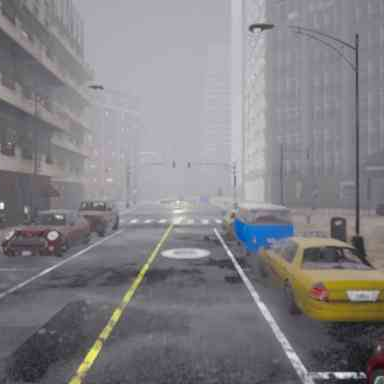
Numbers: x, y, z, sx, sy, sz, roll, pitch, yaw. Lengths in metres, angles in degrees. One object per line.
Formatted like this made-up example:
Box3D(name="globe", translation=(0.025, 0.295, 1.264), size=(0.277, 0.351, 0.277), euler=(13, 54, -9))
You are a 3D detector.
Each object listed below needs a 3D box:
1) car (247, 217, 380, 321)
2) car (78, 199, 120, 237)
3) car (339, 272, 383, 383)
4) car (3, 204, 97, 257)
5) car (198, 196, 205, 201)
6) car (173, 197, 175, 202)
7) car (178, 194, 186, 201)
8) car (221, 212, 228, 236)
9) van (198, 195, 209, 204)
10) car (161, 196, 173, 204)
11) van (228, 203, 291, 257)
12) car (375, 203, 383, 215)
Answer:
Box3D(name="car", translation=(2.570, 1.525, 7.314), size=(1.752, 1.417, 4.829), euler=(0, 0, 0))
Box3D(name="car", translation=(-5.309, 1.317, 18.208), size=(2.192, 1.841, 5.009), euler=(0, 0, 0))
Box3D(name="car", translation=(2.570, 1.582, 1.608), size=(1.802, 1.307, 4.206), euler=(0, 0, 0))
Box3D(name="car", translation=(-5.309, 1.440, 12.672), size=(1.967, 1.590, 4.097), euler=(0, 0, 0))
Box3D(name="car", translation=(2.569, 1.688, 89.418), size=(1.887, 1.381, 4.507), euler=(0, 0, 0))
Box3D(name="car", translation=(-5.311, 1.547, 78.315), size=(1.967, 1.590, 4.097), euler=(0, 0, 0))
Box3D(name="car", translation=(-2.749, 1.725, 85.422), size=(1.895, 1.301, 4.718), euler=(0, 0, 0))
Box3D(name="car", translation=(2.570, 1.528, 18.385), size=(1.752, 1.417, 4.829), euler=(0, 0, 0))
Box3D(name="van", translation=(2.570, 1.417, 67.209), size=(1.690, 1.788, 3.998), euler=(0, 0, 0))
Box3D(name="car", translation=(-5.311, 1.601, 67.039), size=(1.752, 1.417, 4.829), euler=(0, 0, 0))
Box3D(name="van", translation=(2.571, 1.341, 12.678), size=(1.690, 1.788, 3.998), euler=(0, 0, 0))
Box3D(name="car", translation=(16.819, 1.329, 25.453), size=(4.892, 1.490, 1.837), euler=(-1, -1, 41))
